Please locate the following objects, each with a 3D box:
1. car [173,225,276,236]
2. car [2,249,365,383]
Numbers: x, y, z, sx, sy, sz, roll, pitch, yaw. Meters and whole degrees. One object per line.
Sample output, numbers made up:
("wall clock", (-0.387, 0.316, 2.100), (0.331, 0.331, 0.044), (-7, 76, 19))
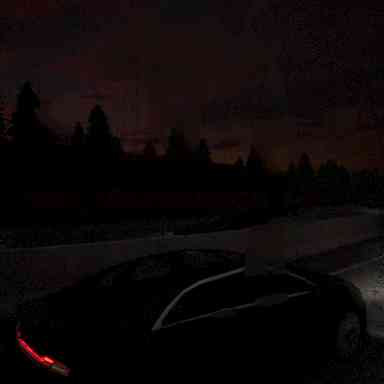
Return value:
("car", (1.616, 1.639, 14.598), (5.357, 1.411, 2.033), (1, 0, -42))
("car", (0.381, 1.517, 4.277), (4.902, 1.511, 2.128), (1, 0, -37))
